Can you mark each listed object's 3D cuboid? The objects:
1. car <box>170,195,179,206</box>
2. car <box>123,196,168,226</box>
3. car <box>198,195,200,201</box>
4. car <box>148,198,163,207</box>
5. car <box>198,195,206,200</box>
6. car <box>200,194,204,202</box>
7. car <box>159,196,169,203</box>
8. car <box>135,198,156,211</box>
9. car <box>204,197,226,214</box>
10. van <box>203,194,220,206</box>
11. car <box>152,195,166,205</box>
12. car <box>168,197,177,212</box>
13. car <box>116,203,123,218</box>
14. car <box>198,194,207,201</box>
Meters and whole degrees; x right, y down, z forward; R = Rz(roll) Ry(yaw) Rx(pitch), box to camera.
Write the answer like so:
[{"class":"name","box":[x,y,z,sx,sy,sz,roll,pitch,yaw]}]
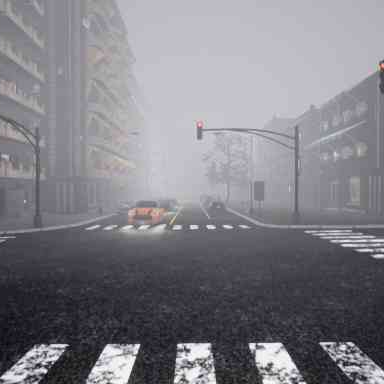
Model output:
[{"class":"car","box":[-3.106,1.544,52.409,1.994,1.385,4.181,0,0,0]},{"class":"car","box":[-3.107,1.344,23.116,2.097,1.767,4.553,0,0,0]},{"class":"car","box":[2.663,1.280,74.451,2.192,1.841,5.009,0,0,0]},{"class":"car","box":[-5.709,1.562,52.323,1.802,1.307,4.206,0,0,0]},{"class":"car","box":[2.661,1.495,91.052,1.887,1.381,4.507,0,0,0]},{"class":"car","box":[2.671,1.420,52.318,1.967,1.590,4.097,0,0,0]},{"class":"car","box":[-5.713,1.551,68.923,1.802,1.307,4.206,0,0,0]},{"class":"car","box":[-5.705,1.531,41.255,1.887,1.381,4.507,0,0,0]},{"class":"car","box":[2.677,1.555,35.717,1.947,1.339,4.313,0,0,0]},{"class":"van","box":[2.673,1.327,41.250,1.690,1.788,3.998,0,0,0]},{"class":"car","box":[-5.712,1.417,57.856,1.967,1.590,4.097,0,0,0]},{"class":"car","box":[-3.107,1.553,37.778,1.994,1.385,4.181,0,0,0]},{"class":"car","box":[-5.703,1.542,30.188,2.008,1.369,4.403,0,0,0]},{"class":"car","box":[2.661,1.396,85.518,1.967,1.590,4.097,0,0,0]}]
